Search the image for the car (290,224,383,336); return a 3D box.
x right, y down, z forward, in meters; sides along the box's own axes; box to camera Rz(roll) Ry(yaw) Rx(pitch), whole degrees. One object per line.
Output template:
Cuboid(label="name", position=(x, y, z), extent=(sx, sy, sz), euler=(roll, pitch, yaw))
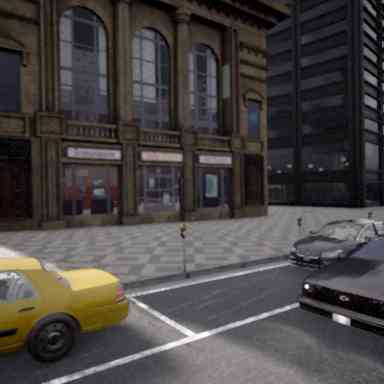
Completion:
Cuboid(label="car", position=(4.437, 1.528, 6.562), extent=(5.357, 1.411, 2.033), euler=(0, 0, -35))

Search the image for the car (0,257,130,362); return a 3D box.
Cuboid(label="car", position=(-3.251, 1.544, 4.338), extent=(4.829, 1.417, 1.752), euler=(0, -1, -36))

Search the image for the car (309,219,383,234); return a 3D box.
Cuboid(label="car", position=(4.828, 1.530, 10.133), extent=(4.403, 1.369, 2.008), euler=(0, -1, -36))
